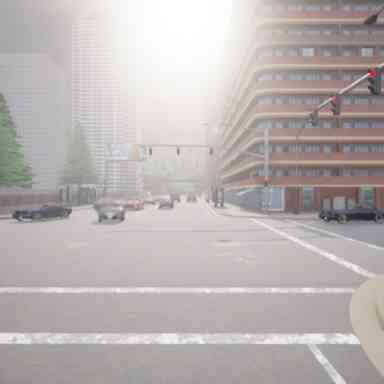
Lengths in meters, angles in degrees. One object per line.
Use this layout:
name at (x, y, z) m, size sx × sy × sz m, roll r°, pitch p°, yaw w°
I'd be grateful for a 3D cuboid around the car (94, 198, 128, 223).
car at (-6.179, 1.445, 25.467) m, size 2.128 × 1.511 × 4.902 m, roll 0°, pitch 0°, yaw -12°

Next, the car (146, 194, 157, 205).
car at (-7.147, 1.468, 55.848) m, size 1.812 × 1.442 × 4.674 m, roll 0°, pitch 0°, yaw 0°

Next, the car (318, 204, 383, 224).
car at (11.396, 1.521, 23.462) m, size 4.718 × 1.301 × 1.895 m, roll 0°, pitch 0°, yaw -13°

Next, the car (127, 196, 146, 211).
car at (-7.142, 1.311, 39.947) m, size 2.097 × 1.767 × 4.553 m, roll 0°, pitch 0°, yaw 0°

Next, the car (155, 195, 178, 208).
car at (-3.452, 1.499, 46.068) m, size 2.033 × 1.411 × 5.357 m, roll 0°, pitch 0°, yaw 0°

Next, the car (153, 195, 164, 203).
car at (-7.081, 1.397, 70.442) m, size 1.882 × 1.535 × 5.008 m, roll 0°, pitch 0°, yaw 0°

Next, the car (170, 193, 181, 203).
car at (-3.580, 1.149, 69.164) m, size 2.150 × 2.045 × 5.566 m, roll 0°, pitch 0°, yaw 0°

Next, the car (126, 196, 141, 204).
car at (-10.628, 1.462, 60.456) m, size 1.812 × 1.442 × 4.674 m, roll 0°, pitch 0°, yaw 0°

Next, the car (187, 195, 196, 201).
car at (-0.090, 1.452, 78.419) m, size 1.994 × 1.385 × 4.181 m, roll 0°, pitch 0°, yaw 0°

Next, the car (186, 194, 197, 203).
car at (-0.080, 1.278, 69.950) m, size 2.097 × 1.767 × 4.553 m, roll 0°, pitch 0°, yaw 0°

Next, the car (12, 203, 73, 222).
car at (-11.763, 1.570, 26.386) m, size 1.895 × 1.301 × 4.718 m, roll 0°, pitch 0°, yaw 19°
